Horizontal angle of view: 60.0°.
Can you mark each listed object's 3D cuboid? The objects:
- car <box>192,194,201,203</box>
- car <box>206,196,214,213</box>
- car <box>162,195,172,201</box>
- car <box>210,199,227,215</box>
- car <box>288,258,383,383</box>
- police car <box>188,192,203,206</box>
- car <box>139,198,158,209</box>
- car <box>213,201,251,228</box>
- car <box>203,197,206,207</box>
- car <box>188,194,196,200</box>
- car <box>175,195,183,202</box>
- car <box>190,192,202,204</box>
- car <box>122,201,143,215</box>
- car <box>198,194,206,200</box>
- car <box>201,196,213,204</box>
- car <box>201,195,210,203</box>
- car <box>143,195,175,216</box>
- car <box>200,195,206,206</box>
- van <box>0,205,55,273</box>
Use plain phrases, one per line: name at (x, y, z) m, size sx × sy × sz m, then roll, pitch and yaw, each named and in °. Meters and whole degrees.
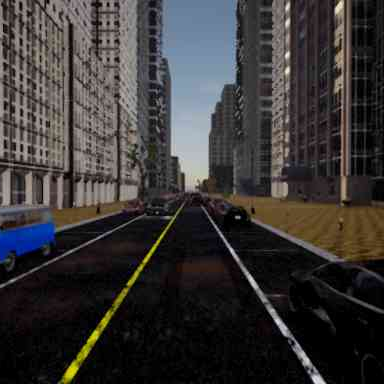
car at (0.889, 1.285, 67.173) m, size 1.801 × 1.575 × 5.366 m, roll 0°, pitch 0°, yaw 0°
car at (2.676, 1.360, 32.794) m, size 1.967 × 1.590 × 4.097 m, roll -1°, pitch 0°, yaw 0°
car at (-5.710, 1.350, 77.924) m, size 2.008 × 1.369 × 4.403 m, roll -1°, pitch 0°, yaw 0°
car at (2.678, 1.516, 27.151) m, size 1.802 × 1.307 × 4.206 m, roll -1°, pitch 0°, yaw 0°
car at (2.681, 1.555, 4.581) m, size 1.947 × 1.339 × 4.313 m, roll -1°, pitch 0°, yaw 0°
police car at (0.597, 1.298, 51.050) m, size 1.930 × 1.638 × 5.238 m, roll 0°, pitch 0°, yaw -5°
car at (-5.706, 1.456, 44.076) m, size 1.947 × 1.339 × 4.313 m, roll -1°, pitch 0°, yaw 0°
car at (2.679, 1.514, 21.509) m, size 1.947 × 1.339 × 4.313 m, roll -1°, pitch 0°, yaw 0°
car at (2.676, 1.471, 38.436) m, size 1.947 × 1.339 × 4.313 m, roll -1°, pitch 0°, yaw 0°
car at (-0.013, 1.223, 84.334) m, size 1.882 × 1.535 × 5.008 m, roll 0°, pitch 0°, yaw 0°
car at (-3.012, 1.335, 72.549) m, size 1.812 × 1.442 × 4.674 m, roll 0°, pitch 0°, yaw 0°
car at (0.655, 1.061, 61.003) m, size 2.150 × 2.045 × 5.566 m, roll -1°, pitch 0°, yaw 0°
car at (-5.703, 1.501, 32.794) m, size 1.802 × 1.307 × 4.206 m, roll -1°, pitch 0°, yaw 0°
car at (2.669, 1.313, 89.222) m, size 1.887 × 1.381 × 4.507 m, roll -1°, pitch 0°, yaw 0°
car at (2.672, 1.391, 61.008) m, size 1.887 × 1.381 × 4.507 m, roll -1°, pitch 0°, yaw 0°
car at (2.672, 1.356, 66.820) m, size 1.752 × 1.417 × 4.829 m, roll -1°, pitch 0°, yaw 0°
car at (-3.099, 1.274, 31.890) m, size 2.097 × 1.767 × 4.553 m, roll 0°, pitch 0°, yaw 0°
car at (2.675, 1.442, 49.723) m, size 1.947 × 1.339 × 4.313 m, roll -1°, pitch 0°, yaw 0°
van at (-5.703, 1.316, 10.228) m, size 1.690 × 1.788 × 3.998 m, roll -1°, pitch 0°, yaw 0°
